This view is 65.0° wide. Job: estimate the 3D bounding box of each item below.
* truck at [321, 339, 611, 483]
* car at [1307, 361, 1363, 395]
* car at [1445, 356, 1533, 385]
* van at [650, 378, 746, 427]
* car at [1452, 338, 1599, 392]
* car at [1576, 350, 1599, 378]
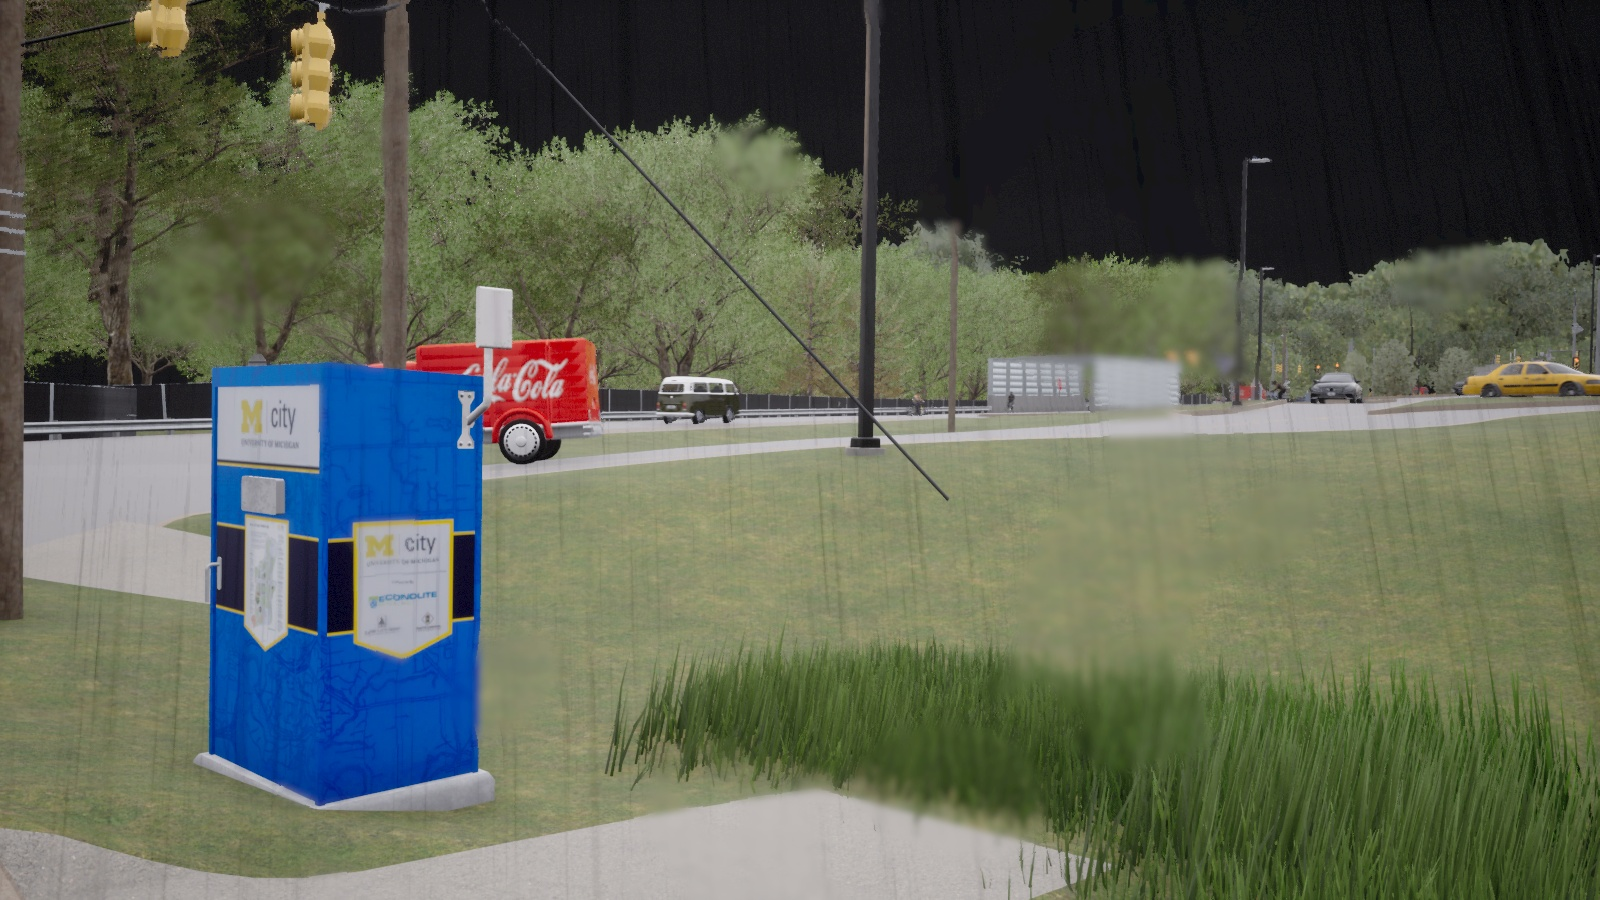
[{"bbox_3d":[-6.762,-0.808,26.066,5.204,2.467,2.627,-4,1,-3],"label":"truck"},{"bbox_3d":[24.161,-3.206,56.592,1.812,1.442,4.674,1,3,29],"label":"car"},{"bbox_3d":[42.267,-4.879,77.051,4.892,1.490,1.837,-5,3,-18],"label":"car"},{"bbox_3d":[-4.411,-2.089,55.043,2.069,2.038,4.480,1,3,29],"label":"van"},{"bbox_3d":[25.409,-2.860,43.189,1.801,1.575,5.366,0,1,-23],"label":"car"},{"bbox_3d":[44.948,-4.802,69.032,3.806,1.475,1.970,-2,1,34],"label":"car"}]
